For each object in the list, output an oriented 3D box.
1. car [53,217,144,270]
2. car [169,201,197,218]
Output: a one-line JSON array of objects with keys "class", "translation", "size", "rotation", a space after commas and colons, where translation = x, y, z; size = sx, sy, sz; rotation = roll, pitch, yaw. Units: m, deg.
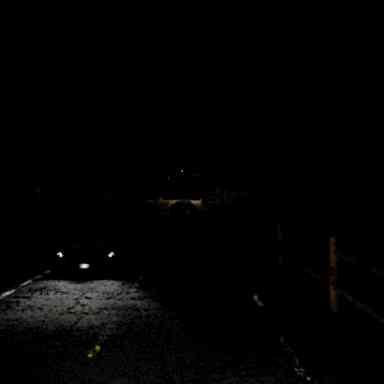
[{"class": "car", "translation": [-2.841, 1.583, 11.448], "size": [2.033, 1.411, 5.357], "rotation": [0, 0, 0]}, {"class": "car", "translation": [-0.927, 1.578, 31.621], "size": [1.882, 1.535, 5.008], "rotation": [1, 0, -13]}]
